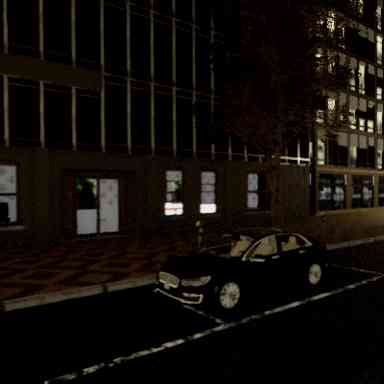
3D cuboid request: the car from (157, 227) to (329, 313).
[{"bbox_3d":[1.310,1.513,7.490,4.403,1.369,2.008,-1,0,-35],"label":"car"}]
